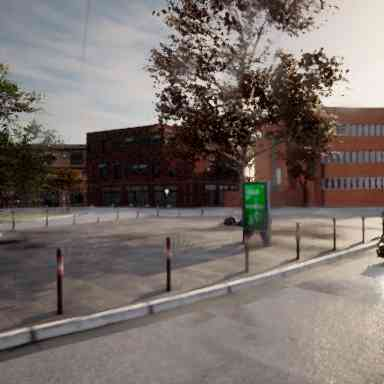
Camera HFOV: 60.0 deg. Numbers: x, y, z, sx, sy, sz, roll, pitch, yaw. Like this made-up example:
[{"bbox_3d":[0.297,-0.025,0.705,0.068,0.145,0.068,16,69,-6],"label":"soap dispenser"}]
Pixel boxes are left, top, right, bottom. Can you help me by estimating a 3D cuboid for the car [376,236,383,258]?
[{"bbox_3d":[7.957,1.439,10.960,5.357,1.411,2.033,-1,0,-42],"label":"car"}]
